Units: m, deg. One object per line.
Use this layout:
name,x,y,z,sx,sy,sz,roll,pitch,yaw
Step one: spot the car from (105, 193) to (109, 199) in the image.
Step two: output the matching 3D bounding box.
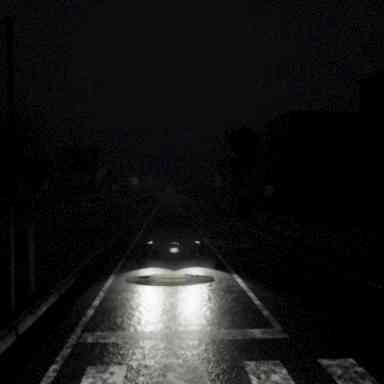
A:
car,-25.214,1.200,88.296,4.553,1.767,2.185,0,0,-4

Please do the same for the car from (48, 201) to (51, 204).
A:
car,-22.042,1.307,46.005,4.674,1.452,2.002,0,0,-4

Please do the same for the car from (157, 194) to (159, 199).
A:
car,-11.596,1.123,80.944,5.566,2.045,2.435,0,0,-4

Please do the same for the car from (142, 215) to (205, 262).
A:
car,-0.691,1.550,11.931,1.994,1.385,4.181,0,0,-5

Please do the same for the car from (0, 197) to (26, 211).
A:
car,-21.310,1.313,36.335,4.674,1.452,2.002,0,0,-4

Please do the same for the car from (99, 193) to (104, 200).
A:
car,-24.616,1.274,79.961,5.008,1.535,2.097,0,0,-4

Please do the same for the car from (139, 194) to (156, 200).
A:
car,-12.390,1.323,92.126,4.553,1.767,2.185,0,-1,-4

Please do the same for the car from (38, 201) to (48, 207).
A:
car,-21.812,1.269,42.865,5.008,1.535,2.097,0,0,-4

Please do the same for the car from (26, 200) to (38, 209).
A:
car,-21.554,1.272,39.602,4.892,1.521,2.231,0,0,-4

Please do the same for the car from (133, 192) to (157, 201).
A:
car,-11.351,1.366,78.153,4.892,1.521,2.231,0,0,-4

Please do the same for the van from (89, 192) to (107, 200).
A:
van,-25.573,1.121,91.058,4.442,1.987,1.878,0,0,-4

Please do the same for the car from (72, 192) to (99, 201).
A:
car,-24.186,1.257,74.410,5.008,1.535,2.097,0,0,-4
